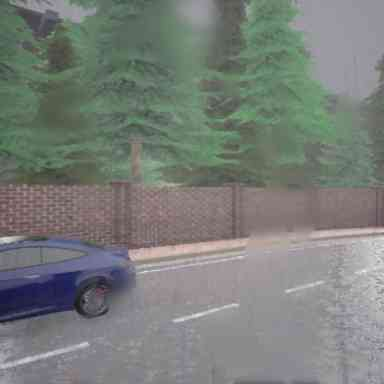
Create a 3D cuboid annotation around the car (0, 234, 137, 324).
[{"bbox_3d":[-3.272,1.527,5.901,4.674,1.442,1.812,0,0,-35],"label":"car"}]
